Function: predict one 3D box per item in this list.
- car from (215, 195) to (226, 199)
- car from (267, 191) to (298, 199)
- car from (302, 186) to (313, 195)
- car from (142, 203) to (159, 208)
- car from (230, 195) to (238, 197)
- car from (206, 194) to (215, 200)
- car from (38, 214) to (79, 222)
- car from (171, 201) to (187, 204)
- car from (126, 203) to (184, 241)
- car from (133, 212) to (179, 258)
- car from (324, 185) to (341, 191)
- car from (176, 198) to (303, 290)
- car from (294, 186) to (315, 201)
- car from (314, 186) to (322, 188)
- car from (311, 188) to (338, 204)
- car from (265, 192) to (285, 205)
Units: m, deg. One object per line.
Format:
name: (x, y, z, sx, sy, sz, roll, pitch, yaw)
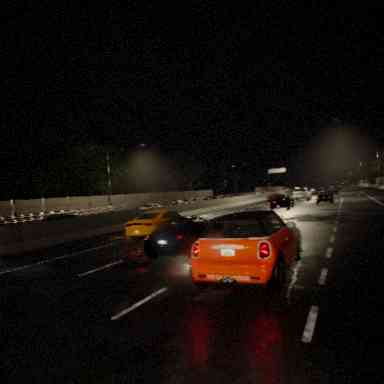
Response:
car: (8.065, 1.223, 81.366, 1.895, 1.301, 4.718, -5, -1, 25)
car: (9.063, 1.043, 33.361, 1.837, 1.490, 4.892, -5, 0, 25)
car: (31.382, -0.462, 90.313, 2.150, 2.045, 5.566, -5, -1, 25)
car: (-5.425, 2.258, 43.638, 1.812, 1.442, 4.674, -5, -1, 25)
car: (11.244, 0.925, 79.932, 1.994, 1.385, 4.181, -5, -1, 25)
car: (4.901, 1.383, 82.857, 1.837, 1.490, 4.892, -5, -1, 25)
car: (-10.272, 2.476, 25.048, 1.837, 1.490, 4.892, -5, 0, 25)
car: (-1.798, 1.947, 43.147, 1.882, 1.535, 5.008, -5, 0, 25)
car: (-1.658, 1.736, 18.523, 1.882, 1.535, 5.008, -5, 0, 25)
car: (-0.181, 1.672, 13.404, 1.994, 1.385, 4.181, -5, 0, 25)
car: (27.258, -0.103, 64.555, 2.128, 1.511, 4.902, -5, -1, 25)
car: (1.679, 1.285, 9.166, 2.097, 1.767, 4.553, -5, 0, 25)
car: (16.174, 0.332, 48.836, 2.150, 2.045, 5.566, -5, -1, 25)
car: (23.263, 0.191, 64.223, 2.128, 1.511, 4.902, -5, -1, 25)
car: (15.985, 0.602, 40.028, 2.033, 1.411, 5.357, -5, -1, 25)
car: (12.175, 0.893, 48.454, 1.882, 1.535, 5.008, -5, -1, 25)
